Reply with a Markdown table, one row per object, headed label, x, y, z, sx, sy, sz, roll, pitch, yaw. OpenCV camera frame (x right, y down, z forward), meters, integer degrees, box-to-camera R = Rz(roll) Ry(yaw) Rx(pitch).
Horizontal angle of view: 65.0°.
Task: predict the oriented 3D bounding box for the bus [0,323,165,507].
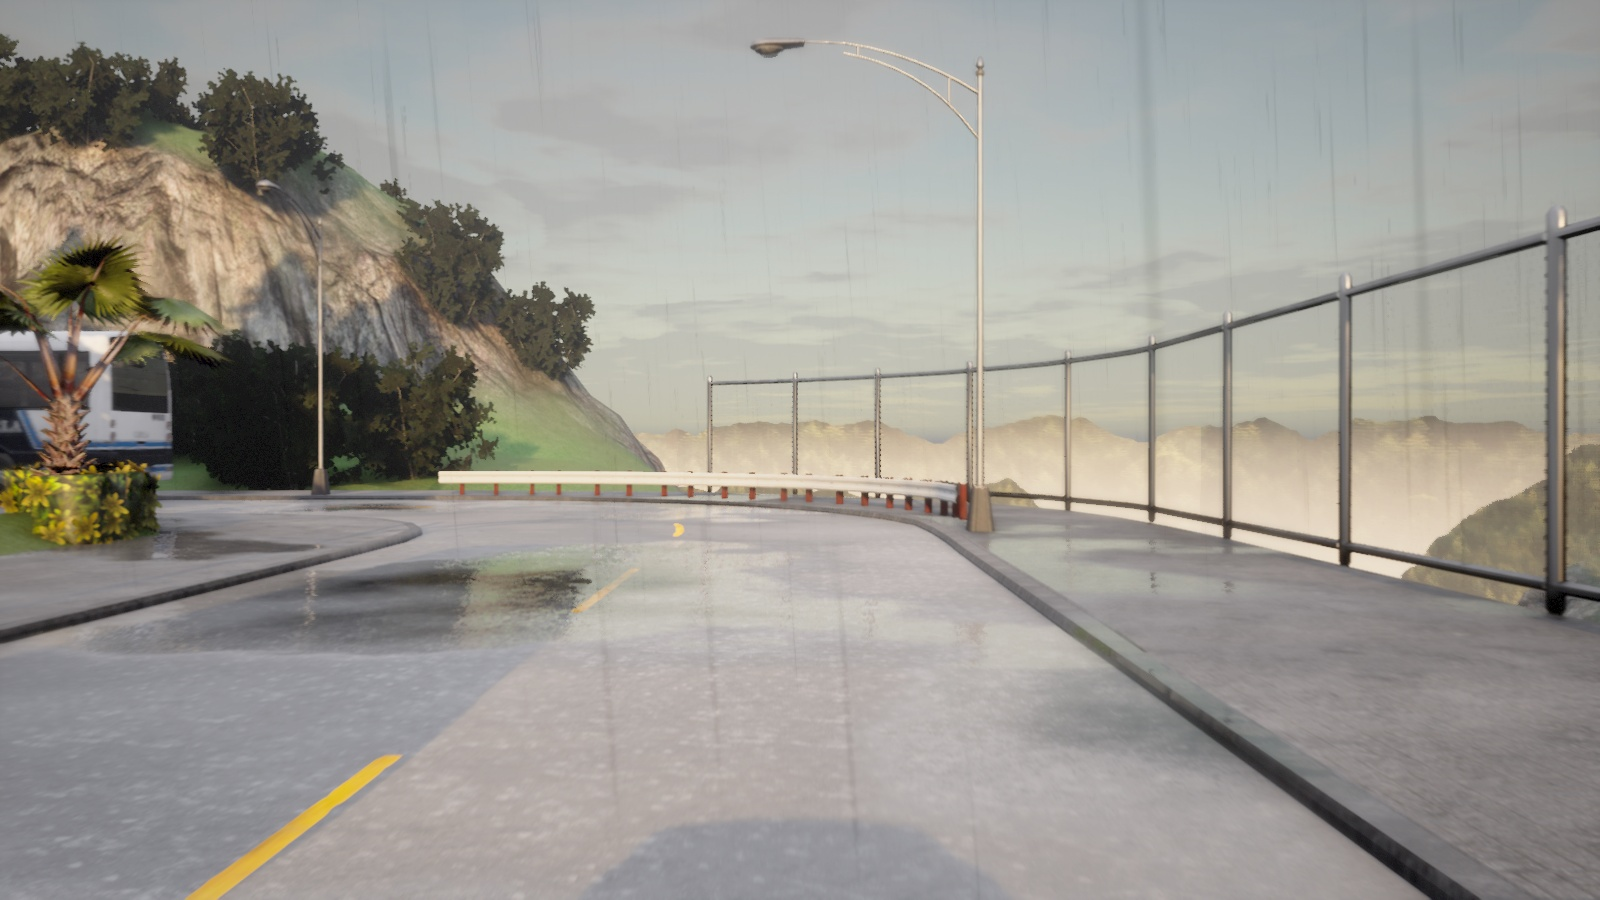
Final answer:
| label | x | y | z | sx | sy | sz | roll | pitch | yaw |
| --- | --- | --- | --- | --- | --- | --- | --- | --- | --- |
| bus | -21.805 | -0.822 | 30.979 | 10.273 | 4.253 | 3.944 | 0 | 0 | 0 |
